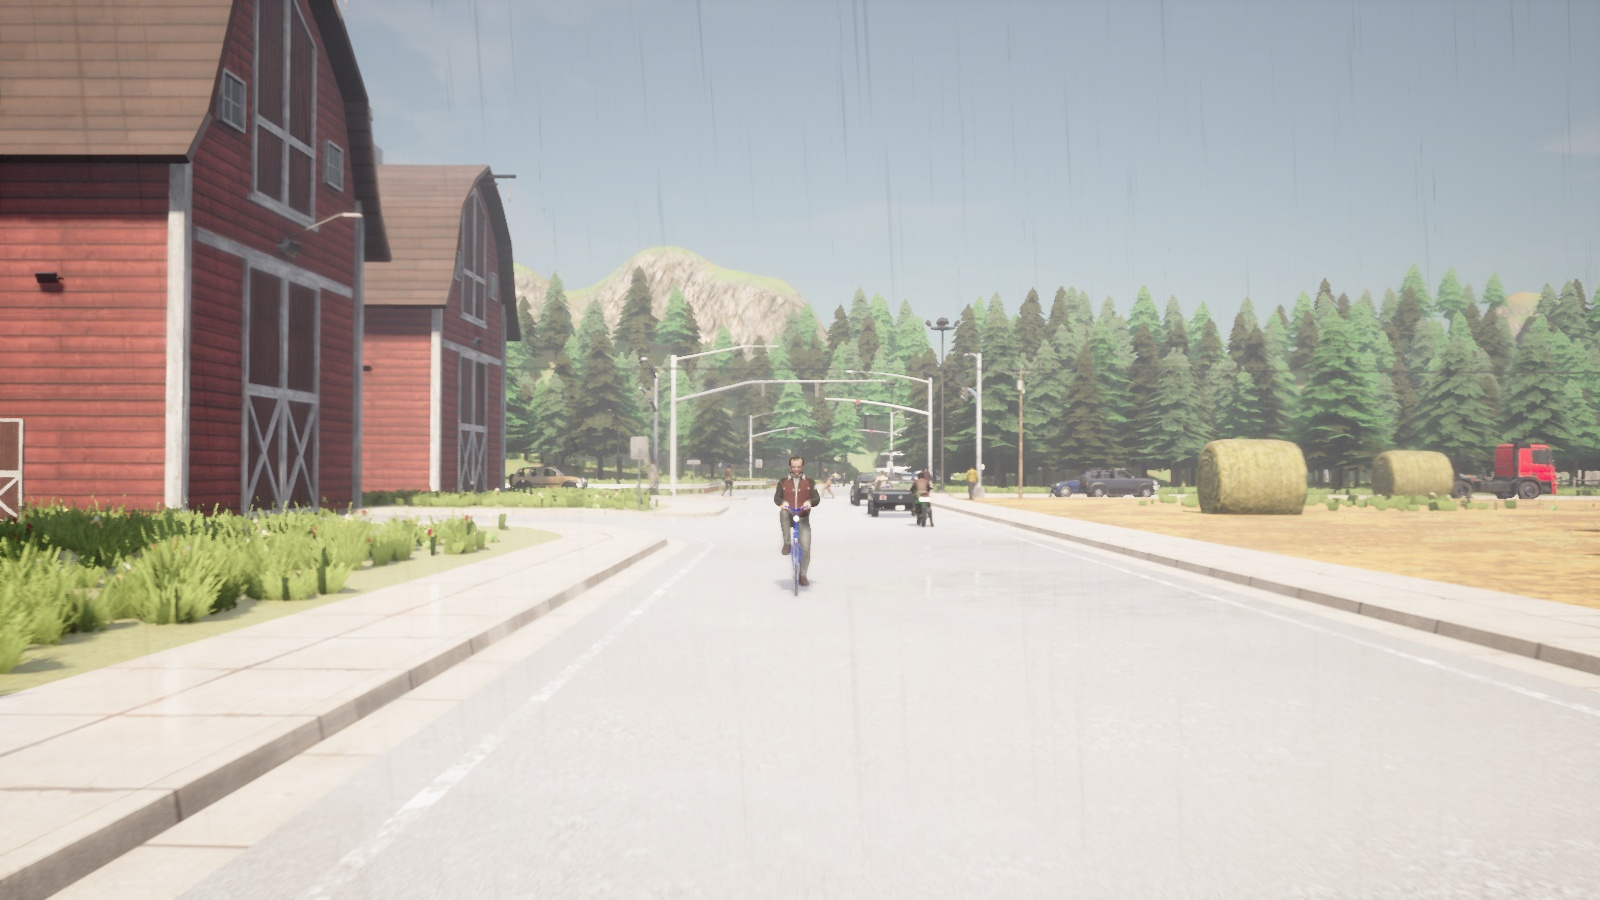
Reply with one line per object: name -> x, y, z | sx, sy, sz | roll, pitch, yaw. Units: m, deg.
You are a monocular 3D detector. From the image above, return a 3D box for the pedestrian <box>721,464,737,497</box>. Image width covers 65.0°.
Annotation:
pedestrian -> -3.839, 1.643, 67.778 | 0.869, 1.805, 0.328 | 1, -1, -45

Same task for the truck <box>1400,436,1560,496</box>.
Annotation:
truck -> 40.519, 0.978, 75.042 | 7.936, 3.462, 2.891 | 0, -1, 1

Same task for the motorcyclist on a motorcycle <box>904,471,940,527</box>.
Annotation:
motorcyclist on a motorcycle -> 3.417, 1.365, 35.409 | 0.797, 1.523, 2.044 | 0, -1, 0

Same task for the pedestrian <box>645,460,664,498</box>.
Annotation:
pedestrian -> -7.588, 1.503, 65.511 | 0.873, 1.952, 0.659 | 0, -1, -22

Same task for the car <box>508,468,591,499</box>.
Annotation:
car -> -15.092, 2.013, 75.897 | 4.605, 1.855, 1.932 | 0, -1, 1

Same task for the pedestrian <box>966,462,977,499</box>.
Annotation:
pedestrian -> 8.613, 1.516, 62.993 | 0.431, 1.840, 0.709 | 0, -1, -3

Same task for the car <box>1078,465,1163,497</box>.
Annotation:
car -> 19.170, 1.866, 75.357 | 4.605, 1.855, 1.932 | 0, -1, 1

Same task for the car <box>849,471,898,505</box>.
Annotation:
car -> 3.359, 1.737, 58.186 | 2.007, 1.525, 4.514 | 0, -1, 0

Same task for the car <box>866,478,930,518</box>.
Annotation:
car -> 3.391, 1.659, 44.405 | 1.895, 1.301, 4.718 | 0, -1, 0

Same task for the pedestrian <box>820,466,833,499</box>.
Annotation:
pedestrian -> 1.489, 1.826, 71.271 | 0.694, 1.848, 0.540 | 0, -1, 3

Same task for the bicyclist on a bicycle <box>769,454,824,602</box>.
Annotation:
bicyclist on a bicycle -> -0.040, 0.960, 16.103 | 0.659, 1.776, 1.843 | 0, -1, 0

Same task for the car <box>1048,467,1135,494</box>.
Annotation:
car -> 18.271, 1.892, 78.876 | 5.027, 1.651, 2.152 | 0, -1, 1
